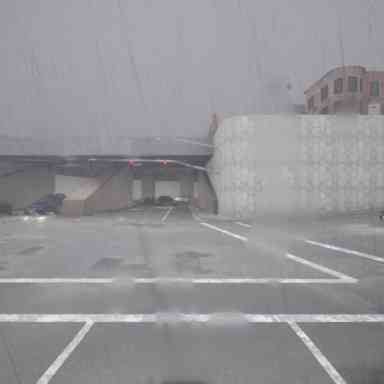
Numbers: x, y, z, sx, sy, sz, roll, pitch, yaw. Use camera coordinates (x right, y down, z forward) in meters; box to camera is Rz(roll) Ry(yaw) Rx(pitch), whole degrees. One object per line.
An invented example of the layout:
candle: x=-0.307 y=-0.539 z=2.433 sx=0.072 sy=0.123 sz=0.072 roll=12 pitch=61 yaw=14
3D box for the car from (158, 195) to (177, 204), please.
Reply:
car: x=-4.719 y=1.490 z=63.708 sx=2.128 sy=1.511 sz=4.902 roll=0 pitch=0 yaw=2

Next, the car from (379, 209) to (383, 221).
car: x=12.783 y=0.873 z=18.231 sx=4.674 sy=1.442 sz=1.812 roll=-7 pitch=0 yaw=-1

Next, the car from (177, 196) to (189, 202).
car: x=-2.287 y=1.523 z=75.182 sx=1.812 sy=1.442 sz=4.674 roll=0 pitch=0 yaw=28

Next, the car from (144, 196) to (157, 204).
car: x=-8.112 y=1.547 z=65.004 sx=2.033 sy=1.411 sz=5.357 roll=0 pitch=0 yaw=4

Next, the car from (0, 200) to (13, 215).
car: x=-18.257 y=1.491 z=30.418 sx=2.128 sy=1.511 sz=4.902 roll=0 pitch=0 yaw=-2

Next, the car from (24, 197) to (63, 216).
car: x=-14.836 y=1.525 z=32.939 sx=1.812 sy=1.442 sz=4.674 roll=0 pitch=0 yaw=-2

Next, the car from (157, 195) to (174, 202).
car: x=-5.967 y=1.499 z=75.436 sx=1.837 sy=1.490 sz=4.892 roll=0 pitch=0 yaw=24

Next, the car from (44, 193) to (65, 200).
car: x=-18.649 y=1.217 z=44.463 sx=2.150 sy=2.045 sz=5.566 roll=0 pitch=1 yaw=-1
